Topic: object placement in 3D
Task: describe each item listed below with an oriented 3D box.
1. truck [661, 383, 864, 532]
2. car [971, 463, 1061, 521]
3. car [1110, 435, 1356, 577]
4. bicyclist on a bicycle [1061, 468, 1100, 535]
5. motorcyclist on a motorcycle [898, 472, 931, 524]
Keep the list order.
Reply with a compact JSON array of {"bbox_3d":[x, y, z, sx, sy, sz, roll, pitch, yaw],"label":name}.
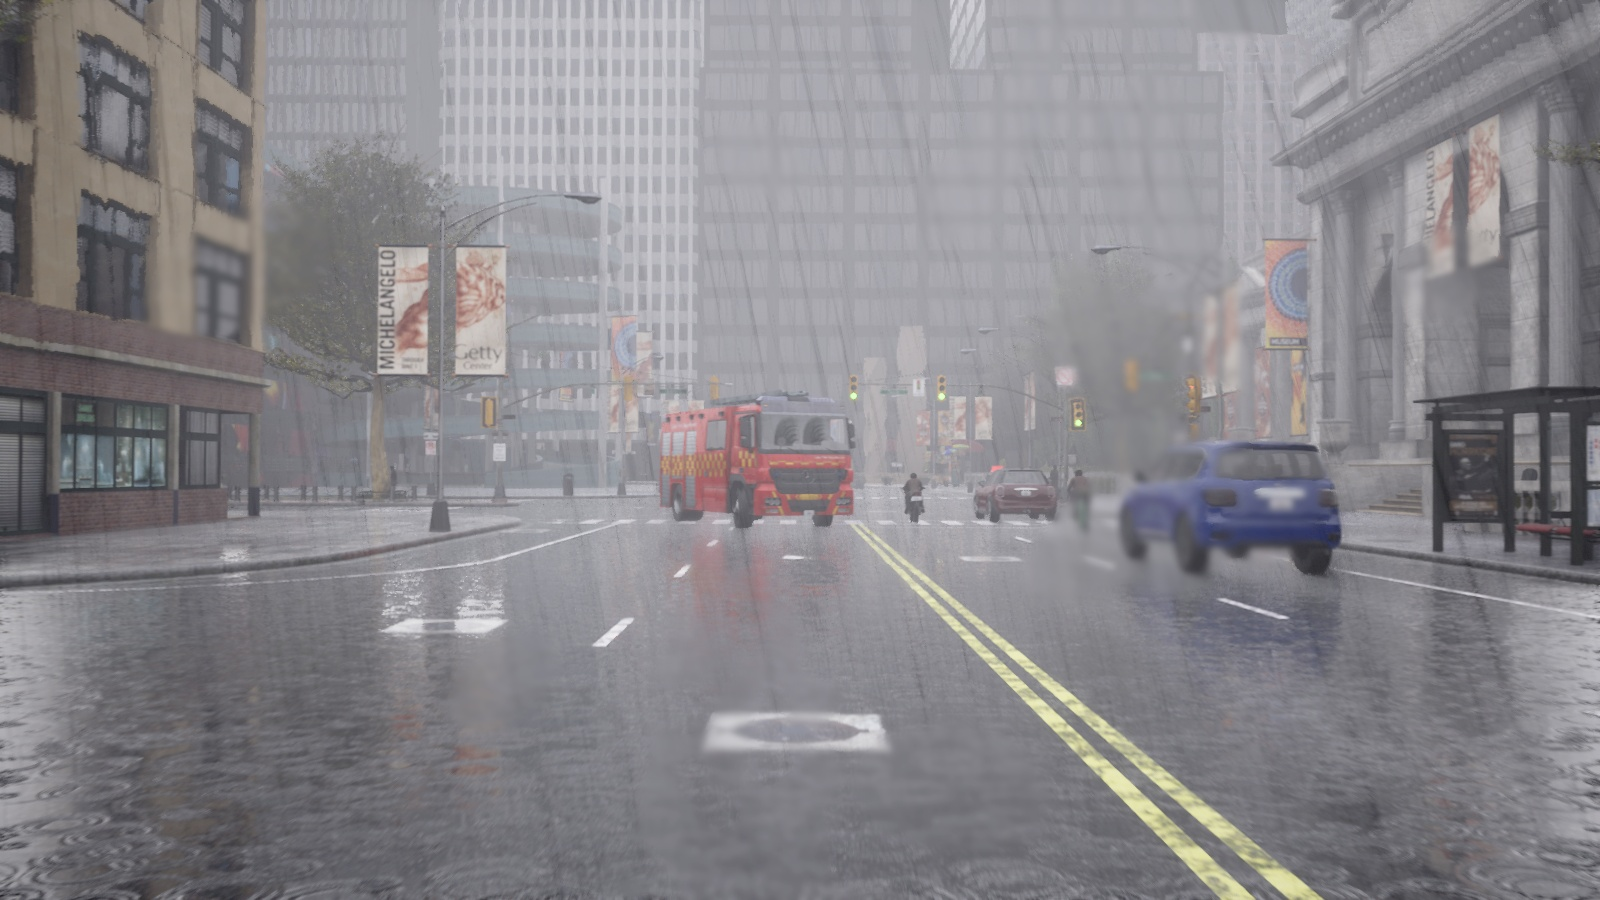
[{"bbox_3d":[-1.362,0.270,36.737,2.891,3.827,8.468,0,-1,-24],"label":"truck"},{"bbox_3d":[6.902,1.326,40.628,2.097,1.767,4.553,0,-1,0],"label":"car"},{"bbox_3d":[6.948,0.856,20.947,2.150,2.045,5.566,0,-1,0],"label":"car"},{"bbox_3d":[6.925,1.260,31.054,0.582,1.620,1.656,0,-1,0],"label":"bicyclist on a bicycle"},{"bbox_3d":[3.409,1.414,37.660,0.797,1.523,2.044,0,-1,0],"label":"motorcyclist on a motorcycle"}]
